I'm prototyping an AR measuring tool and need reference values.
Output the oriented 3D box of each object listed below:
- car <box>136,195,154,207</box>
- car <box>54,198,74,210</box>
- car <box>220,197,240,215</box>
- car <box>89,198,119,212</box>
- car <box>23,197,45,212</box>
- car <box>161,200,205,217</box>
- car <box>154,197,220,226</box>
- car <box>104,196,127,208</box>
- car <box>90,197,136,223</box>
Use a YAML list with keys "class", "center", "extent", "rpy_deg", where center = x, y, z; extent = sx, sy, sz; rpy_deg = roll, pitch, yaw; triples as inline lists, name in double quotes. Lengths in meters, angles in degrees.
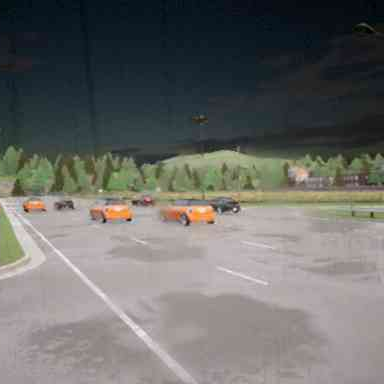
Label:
- class: "car"
  center: [-7.073, 1.151, 47.301]
  extent: [2.097, 1.767, 4.553]
  rpy_deg: [-1, 0, -30]
- class: "car"
  center: [-16.366, 1.505, 42.397]
  extent: [1.837, 1.490, 4.892]
  rpy_deg: [-1, 1, -30]
- class: "car"
  center: [2.488, 1.245, 30.949]
  extent: [1.837, 1.490, 4.892]
  rpy_deg: [-1, 1, -30]
- class: "car"
  center: [-10.381, 1.461, 39.100]
  extent: [2.033, 1.411, 5.357]
  rpy_deg: [-1, 0, -30]
- class: "car"
  center: [-19.172, 1.414, 40.262]
  extent: [2.097, 1.767, 4.553]
  rpy_deg: [-1, 0, -30]
- class: "car"
  center: [-0.928, 1.409, 29.866]
  extent: [1.895, 1.301, 4.718]
  rpy_deg: [-1, 0, -30]
- class: "car"
  center: [-0.458, 1.203, 22.119]
  extent: [2.097, 1.767, 4.553]
  rpy_deg: [-1, 0, -30]
- class: "car"
  center: [-10.898, 1.396, 46.913]
  extent: [1.812, 1.442, 4.674]
  rpy_deg: [-1, 1, -30]
- class: "car"
  center: [-6.234, 1.286, 25.065]
  extent: [2.097, 1.767, 4.553]
  rpy_deg: [-1, 0, -30]
